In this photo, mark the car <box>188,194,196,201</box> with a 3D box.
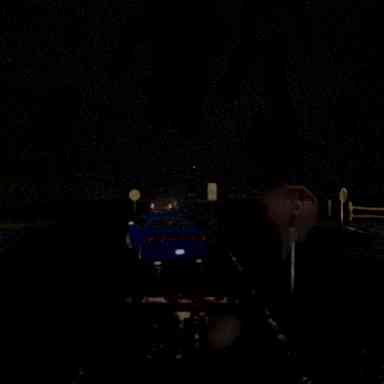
[{"bbox_3d":[-0.002,1.216,73.884,1.837,1.490,4.892,0,0,0],"label":"car"}]

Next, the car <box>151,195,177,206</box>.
[{"bbox_3d":[-2.796,1.245,31.548,2.097,1.767,4.553,0,0,-1],"label":"car"}]

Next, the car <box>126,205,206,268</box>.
[{"bbox_3d":[-1.048,1.442,11.349,1.882,1.535,5.008,1,0,-17],"label":"car"}]

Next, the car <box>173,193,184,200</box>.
[{"bbox_3d":[-2.752,0.911,67.889,1.994,1.385,4.181,0,0,0],"label":"car"}]

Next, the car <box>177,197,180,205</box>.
[{"bbox_3d":[-2.847,1.457,40.877,1.895,1.301,4.718,0,0,0],"label":"car"}]
